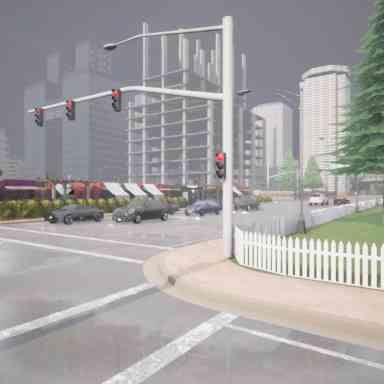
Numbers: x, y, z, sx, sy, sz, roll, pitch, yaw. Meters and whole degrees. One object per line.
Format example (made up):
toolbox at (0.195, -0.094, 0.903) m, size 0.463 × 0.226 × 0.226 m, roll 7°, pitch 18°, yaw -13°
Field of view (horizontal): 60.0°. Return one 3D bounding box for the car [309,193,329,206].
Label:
car at (21.109, 1.221, 55.312) m, size 2.150 × 2.045 × 5.566 m, roll 0°, pitch 0°, yaw 34°

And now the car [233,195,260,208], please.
car at (8.000, 1.352, 48.723) m, size 2.097 × 1.767 × 4.553 m, roll 0°, pitch 0°, yaw 35°

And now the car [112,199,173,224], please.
car at (-3.830, 1.352, 25.105) m, size 2.097 × 1.767 × 4.553 m, roll 0°, pitch 0°, yaw 34°

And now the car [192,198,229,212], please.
car at (2.293, 1.547, 40.374) m, size 2.033 × 1.411 × 5.357 m, roll 0°, pitch 0°, yaw 34°

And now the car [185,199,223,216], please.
car at (1.126, 1.526, 32.396) m, size 1.812 × 1.442 × 4.674 m, roll 0°, pitch 0°, yaw 34°

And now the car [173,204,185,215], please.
car at (-3.357, 1.547, 32.041) m, size 2.033 × 1.411 × 5.357 m, roll 0°, pitch 0°, yaw 34°

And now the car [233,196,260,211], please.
car at (6.766, 1.505, 40.720) m, size 1.837 × 1.490 × 4.892 m, roll 0°, pitch 0°, yaw 34°

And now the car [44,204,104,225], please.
car at (-8.543, 1.564, 24.390) m, size 1.994 × 1.385 × 4.181 m, roll 0°, pitch 0°, yaw 34°

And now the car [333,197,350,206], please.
car at (24.179, 1.478, 53.601) m, size 1.882 × 1.535 × 5.008 m, roll 0°, pitch 0°, yaw 34°
